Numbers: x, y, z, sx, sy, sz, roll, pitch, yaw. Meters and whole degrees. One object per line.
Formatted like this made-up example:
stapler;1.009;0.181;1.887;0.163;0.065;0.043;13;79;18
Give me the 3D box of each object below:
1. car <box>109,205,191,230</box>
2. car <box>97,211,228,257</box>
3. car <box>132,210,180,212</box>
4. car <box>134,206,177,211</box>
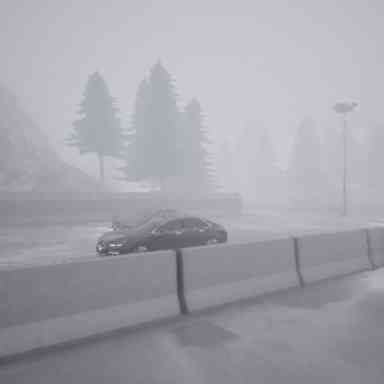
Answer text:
car;-2.878;1.690;23.360;5.357;1.411;2.033;1;0;-36
car;-0.909;1.582;11.902;4.892;1.490;1.837;1;-1;-35
car;-1.085;1.703;16.060;4.718;1.301;1.895;0;0;-35
car;-1.918;1.671;19.753;5.357;1.411;2.033;0;0;-35
